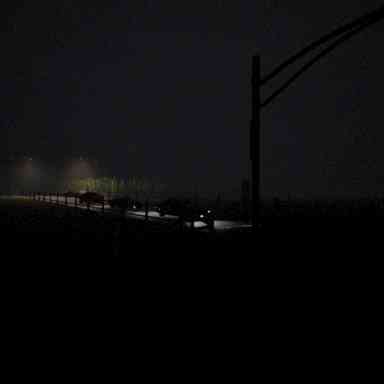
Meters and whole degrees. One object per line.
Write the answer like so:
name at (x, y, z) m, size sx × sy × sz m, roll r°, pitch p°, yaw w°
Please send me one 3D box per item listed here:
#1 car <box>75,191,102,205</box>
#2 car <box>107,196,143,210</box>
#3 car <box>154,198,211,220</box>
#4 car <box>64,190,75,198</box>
car at (-12.444, 0.744, 41.067) m, size 1.882 × 1.535 × 5.008 m, roll 0°, pitch 1°, yaw -35°
car at (-6.586, 1.052, 32.610) m, size 1.895 × 1.301 × 4.718 m, roll 0°, pitch 1°, yaw -35°
car at (-0.854, 1.180, 24.355) m, size 2.033 × 1.411 × 5.357 m, roll 0°, pitch 1°, yaw -35°
car at (-22.508, 0.356, 62.019) m, size 1.882 × 1.535 × 5.008 m, roll 0°, pitch 1°, yaw -35°
